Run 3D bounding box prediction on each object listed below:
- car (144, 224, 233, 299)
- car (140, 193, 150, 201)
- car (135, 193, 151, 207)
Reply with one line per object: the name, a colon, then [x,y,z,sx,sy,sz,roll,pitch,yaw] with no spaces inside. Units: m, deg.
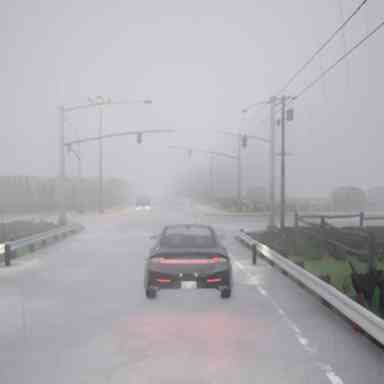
car: [-0.104,1.581,8.642,2.128,1.511,4.902,0,-1,-1]
car: [-8.723,0.873,61.810,1.812,1.442,4.674,0,1,-7]
car: [-6.661,1.262,45.455,1.994,1.385,4.181,0,1,-7]
